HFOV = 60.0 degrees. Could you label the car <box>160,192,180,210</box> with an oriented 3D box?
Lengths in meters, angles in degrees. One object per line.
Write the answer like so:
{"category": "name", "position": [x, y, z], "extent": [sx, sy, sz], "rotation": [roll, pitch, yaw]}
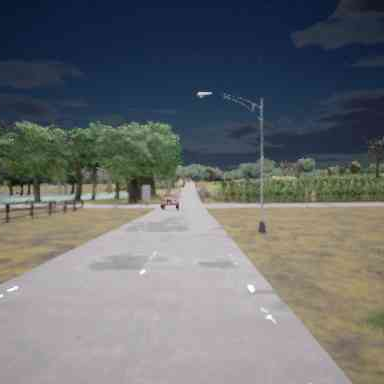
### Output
{"category": "car", "position": [-2.745, 1.044, 42.407], "extent": [2.150, 2.045, 5.566], "rotation": [0, 0, 0]}
